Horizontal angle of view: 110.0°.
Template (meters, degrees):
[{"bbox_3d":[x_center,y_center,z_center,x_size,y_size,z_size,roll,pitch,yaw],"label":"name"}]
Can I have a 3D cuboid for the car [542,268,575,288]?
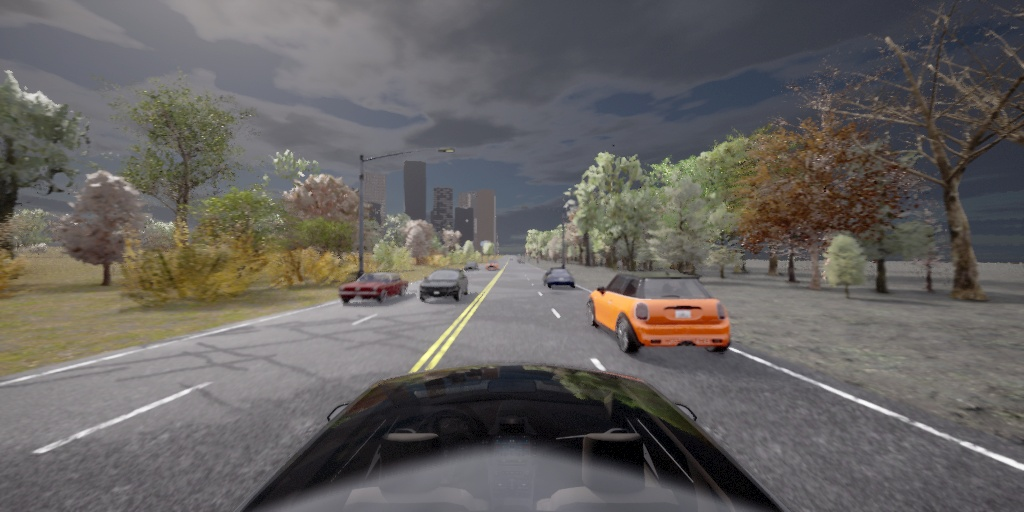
[{"bbox_3d":[3.339,1.528,26.219,1.994,1.385,4.181,0,0,0],"label":"car"}]

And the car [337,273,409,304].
[{"bbox_3d":[-6.605,1.503,17.567,1.895,1.301,4.718,0,0,0],"label":"car"}]

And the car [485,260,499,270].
[{"bbox_3d":[-3.301,1.479,60.265,2.097,1.767,4.553,0,0,0],"label":"car"}]

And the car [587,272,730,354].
[{"bbox_3d":[3.343,1.173,9.143,2.097,1.767,4.553,0,-1,0],"label":"car"}]

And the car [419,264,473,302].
[{"bbox_3d":[-3.355,1.387,18.466,1.882,1.535,5.008,0,0,0],"label":"car"}]

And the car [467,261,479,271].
[{"bbox_3d":[-6.564,1.632,59.023,1.837,1.490,4.892,0,0,1],"label":"car"}]
